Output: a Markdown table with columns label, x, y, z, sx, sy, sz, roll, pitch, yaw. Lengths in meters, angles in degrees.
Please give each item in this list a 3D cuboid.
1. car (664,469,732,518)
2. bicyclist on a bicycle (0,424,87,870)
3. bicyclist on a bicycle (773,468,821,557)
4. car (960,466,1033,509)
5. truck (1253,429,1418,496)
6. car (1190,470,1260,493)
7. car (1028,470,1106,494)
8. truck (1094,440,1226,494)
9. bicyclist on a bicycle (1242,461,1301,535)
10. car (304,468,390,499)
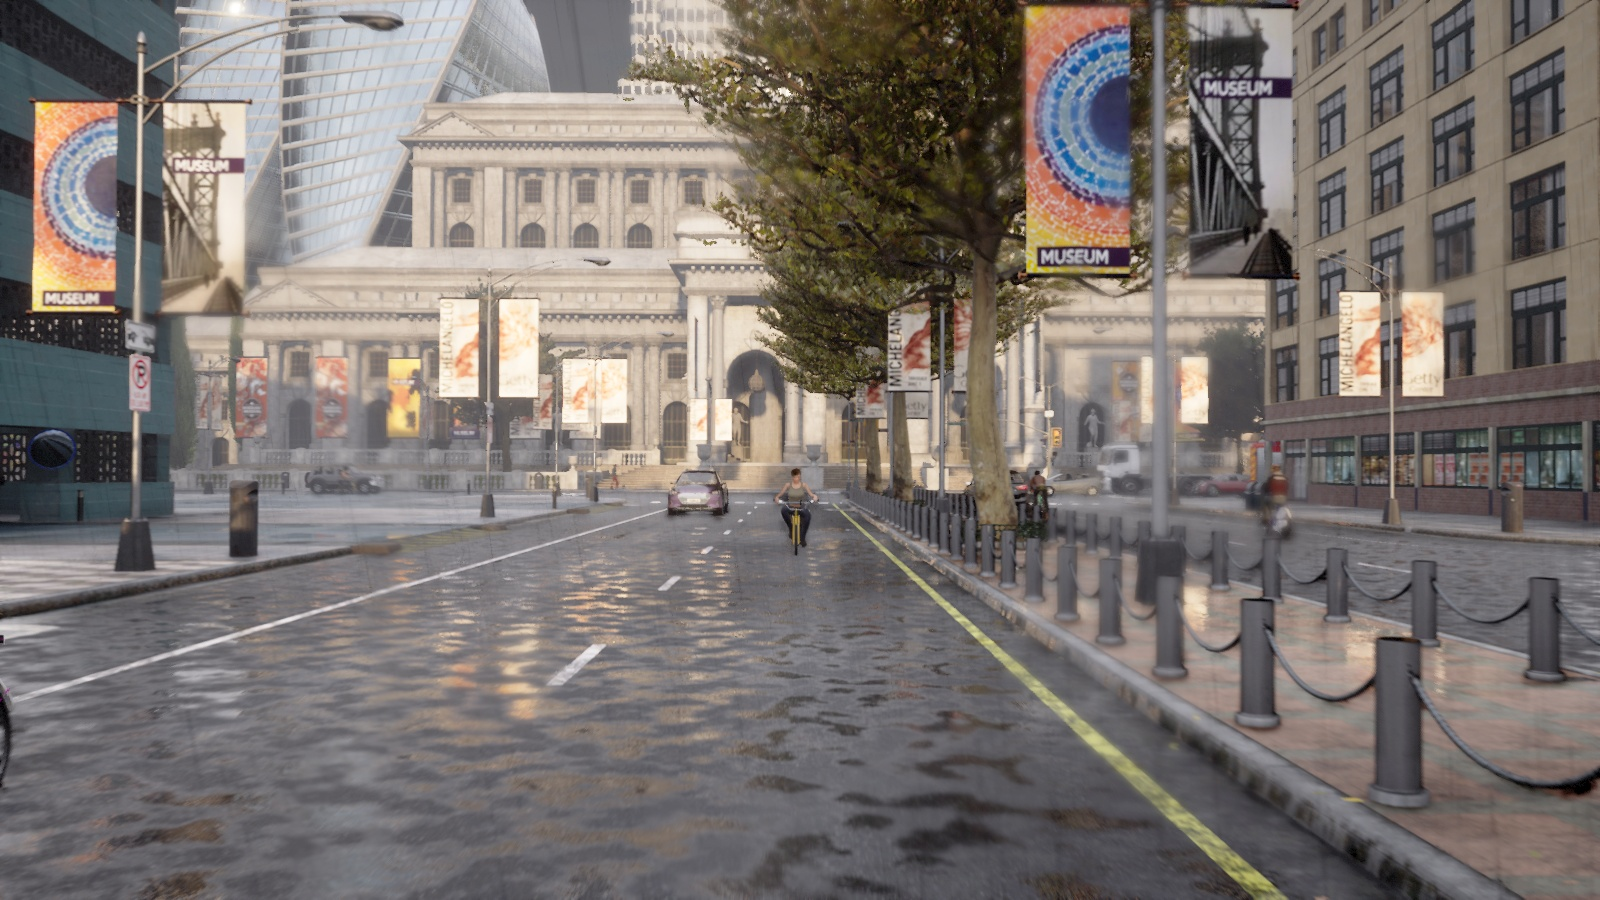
| label | x | y | z | sx | sy | sz | roll | pitch | yaw |
| --- | --- | --- | --- | --- | --- | --- | --- | --- | --- |
| car | -3.609 | 1.516 | 45.202 | 2.033 | 1.649 | 4.856 | 0 | -1 | 0 |
| bicyclist on a bicycle | -3.512 | 0.778 | 4.679 | 0.659 | 1.776 | 1.843 | 0 | -1 | 0 |
| bicyclist on a bicycle | -0.063 | 1.144 | 23.464 | 0.866 | 1.612 | 1.509 | 0 | -1 | 0 |
| car | 7.874 | 1.476 | 50.691 | 2.242 | 1.667 | 4.611 | 0 | -1 | 0 |
| truck | 31.311 | 0.757 | 73.615 | 8.468 | 3.827 | 2.891 | 0 | -1 | -3 |
| car | 27.251 | 2.020 | 80.593 | 3.806 | 1.475 | 1.970 | 0 | -1 | 0 |
| car | 17.054 | 2.039 | 80.470 | 4.514 | 1.525 | 2.007 | 0 | -1 | -3 |
| truck | 24.038 | 1.145 | 84.113 | 7.936 | 3.462 | 2.891 | 0 | -1 | 0 |
| bicyclist on a bicycle | 11.557 | 1.155 | 30.827 | 0.659 | 1.776 | 1.843 | 0 | -1 | -4 |
| car | -27.804 | 2.035 | 77.175 | 4.605 | 1.855 | 1.932 | 0 | -1 | 0 |
